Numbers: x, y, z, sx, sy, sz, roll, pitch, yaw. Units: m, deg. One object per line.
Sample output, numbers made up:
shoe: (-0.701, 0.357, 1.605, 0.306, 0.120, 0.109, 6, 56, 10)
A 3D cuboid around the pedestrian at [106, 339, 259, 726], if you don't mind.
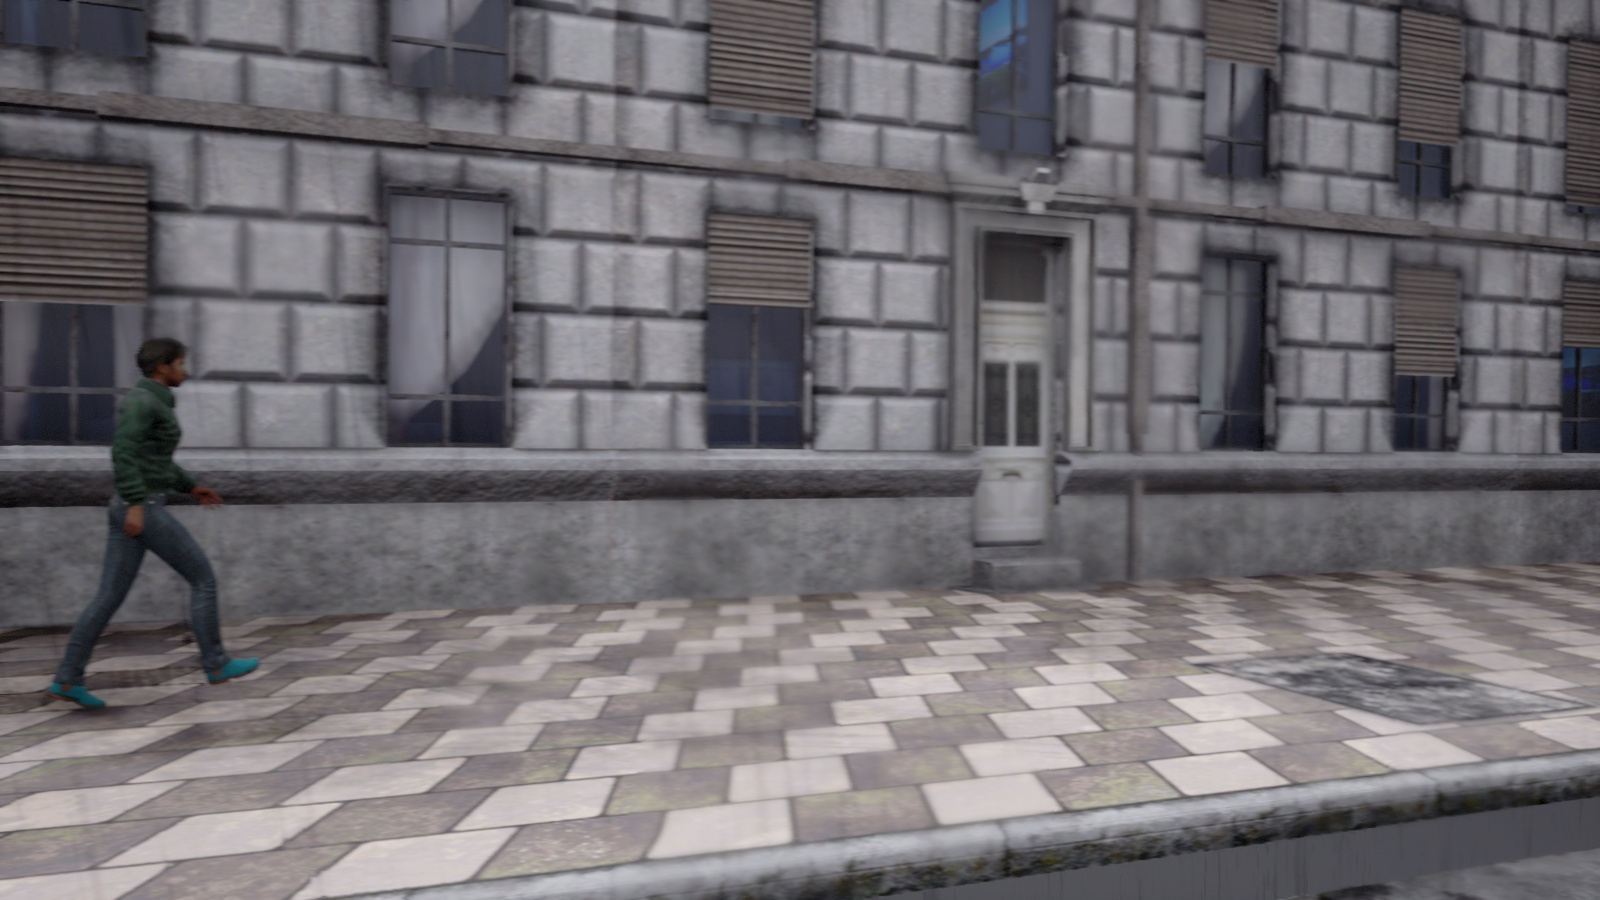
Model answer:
pedestrian: (-3.093, 0.387, 6.299, 0.614, 1.847, 0.353, -1, 1, -34)
